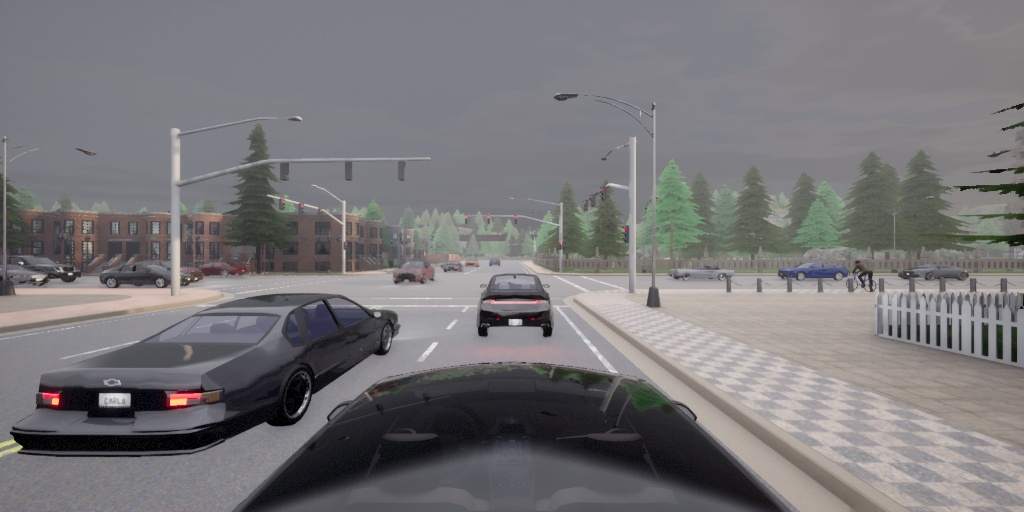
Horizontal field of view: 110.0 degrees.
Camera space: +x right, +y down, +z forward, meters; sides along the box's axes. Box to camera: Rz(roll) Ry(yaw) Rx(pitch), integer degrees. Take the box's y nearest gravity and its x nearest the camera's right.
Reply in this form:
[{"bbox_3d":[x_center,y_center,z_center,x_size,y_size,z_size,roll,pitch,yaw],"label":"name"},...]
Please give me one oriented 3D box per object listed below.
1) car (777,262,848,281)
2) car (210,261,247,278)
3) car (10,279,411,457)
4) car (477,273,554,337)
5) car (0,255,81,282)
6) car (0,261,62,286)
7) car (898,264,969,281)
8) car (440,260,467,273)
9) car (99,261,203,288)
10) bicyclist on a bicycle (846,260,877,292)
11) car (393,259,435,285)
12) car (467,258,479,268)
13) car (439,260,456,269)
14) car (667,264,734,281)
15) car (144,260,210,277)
[{"bbox_3d":[24.864,1.228,29.750,5.008,1.535,1.882,0,0,0],"label":"car"},{"bbox_3d":[-27.679,1.227,33.573,5.008,1.535,1.882,0,0,0],"label":"car"},{"bbox_3d":[-3.435,1.297,5.629,2.033,1.411,5.357,0,0,0],"label":"car"},{"bbox_3d":[0.084,1.242,10.296,2.128,1.511,4.902,0,0,0],"label":"car"},{"bbox_3d":[-35.162,0.971,26.009,5.566,2.045,2.150,0,0,-6],"label":"car"},{"bbox_3d":[-32.546,1.242,22.682,4.902,1.511,2.128,0,0,-4],"label":"car"},{"bbox_3d":[34.838,1.314,29.724,4.181,1.385,1.994,0,0,1],"label":"car"},{"bbox_3d":[-7.080,1.313,43.717,1.994,1.385,4.181,0,0,0],"label":"car"},{"bbox_3d":[-23.181,1.255,22.918,4.892,1.490,1.837,0,0,-3],"label":"car"},{"bbox_3d":[18.255,1.052,18.777,0.582,1.620,1.656,0,0,0],"label":"bicyclist on a bicycle"},{"bbox_3d":[-7.091,1.102,26.342,2.097,1.767,4.553,0,0,0],"label":"car"},{"bbox_3d":[-7.015,1.101,62.939,2.097,1.767,4.553,0,0,1],"label":"car"},{"bbox_3d":[-10.546,1.351,58.866,1.895,1.301,4.718,0,0,0],"label":"car"},{"bbox_3d":[15.572,1.351,29.764,4.718,1.301,1.895,0,0,0],"label":"car"},{"bbox_3d":[-25.583,1.102,26.403,4.553,1.767,2.097,0,0,-2],"label":"car"}]
